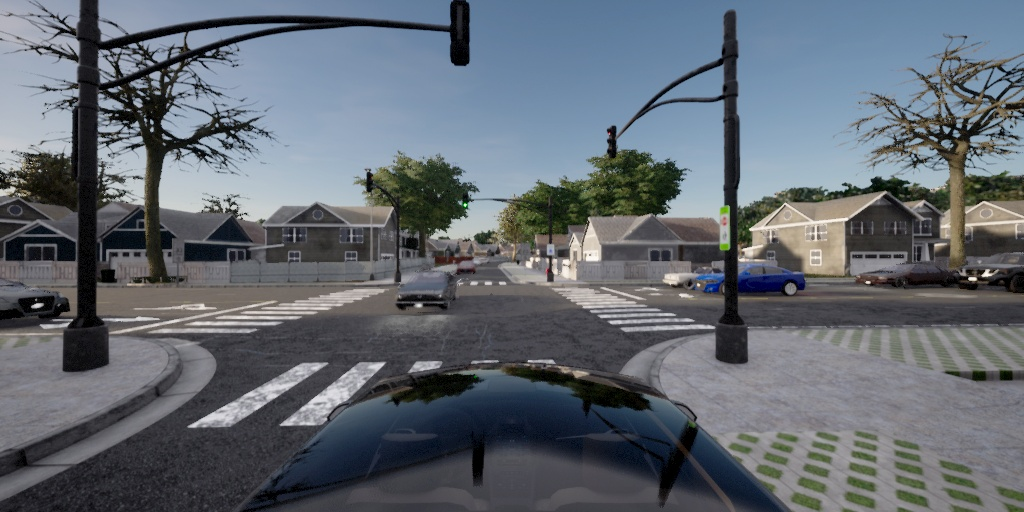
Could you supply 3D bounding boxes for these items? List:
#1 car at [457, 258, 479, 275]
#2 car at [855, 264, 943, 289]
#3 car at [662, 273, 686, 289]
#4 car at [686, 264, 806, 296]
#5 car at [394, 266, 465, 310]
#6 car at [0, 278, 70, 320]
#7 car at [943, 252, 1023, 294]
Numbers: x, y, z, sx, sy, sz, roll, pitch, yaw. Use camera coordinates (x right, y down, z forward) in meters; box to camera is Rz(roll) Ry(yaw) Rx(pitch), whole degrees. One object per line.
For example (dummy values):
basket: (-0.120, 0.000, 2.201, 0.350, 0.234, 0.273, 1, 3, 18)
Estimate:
car: (-4.977, 1.244, 39.512, 1.882, 1.535, 5.008, 0, 1, -4)
car: (24.029, 1.175, 21.642, 5.357, 1.411, 2.033, -1, 0, -2)
car: (11.481, 1.301, 21.118, 4.718, 1.301, 1.895, 0, 0, -2)
car: (11.741, 1.155, 17.875, 5.008, 1.535, 1.882, 0, 0, -2)
car: (-3.312, 1.301, 14.853, 2.033, 1.411, 5.357, 0, 0, -3)
car: (-15.377, 1.224, 10.034, 4.181, 1.385, 1.994, 0, 0, -2)
car: (26.366, 0.809, 18.489, 5.566, 2.045, 2.150, 0, 0, -2)
